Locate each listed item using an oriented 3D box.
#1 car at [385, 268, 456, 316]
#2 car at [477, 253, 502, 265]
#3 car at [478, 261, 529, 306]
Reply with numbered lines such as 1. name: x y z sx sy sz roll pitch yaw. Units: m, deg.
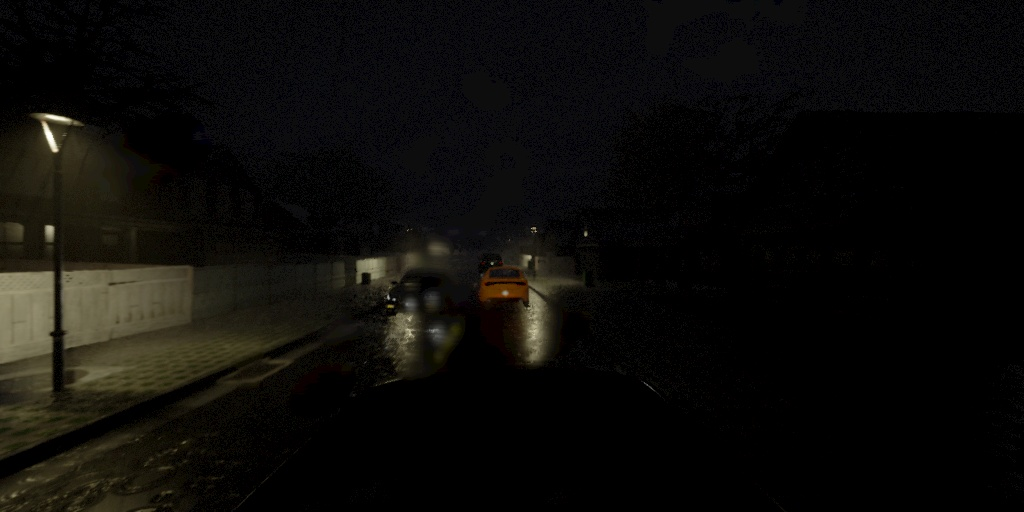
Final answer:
1. car: -3.199 1.228 13.308 1.837 1.490 4.892 0 0 -3
2. car: -2.095 0.712 34.386 2.150 2.045 5.566 0 1 -7
3. car: -0.368 1.182 15.535 1.882 1.535 5.008 0 0 -3
